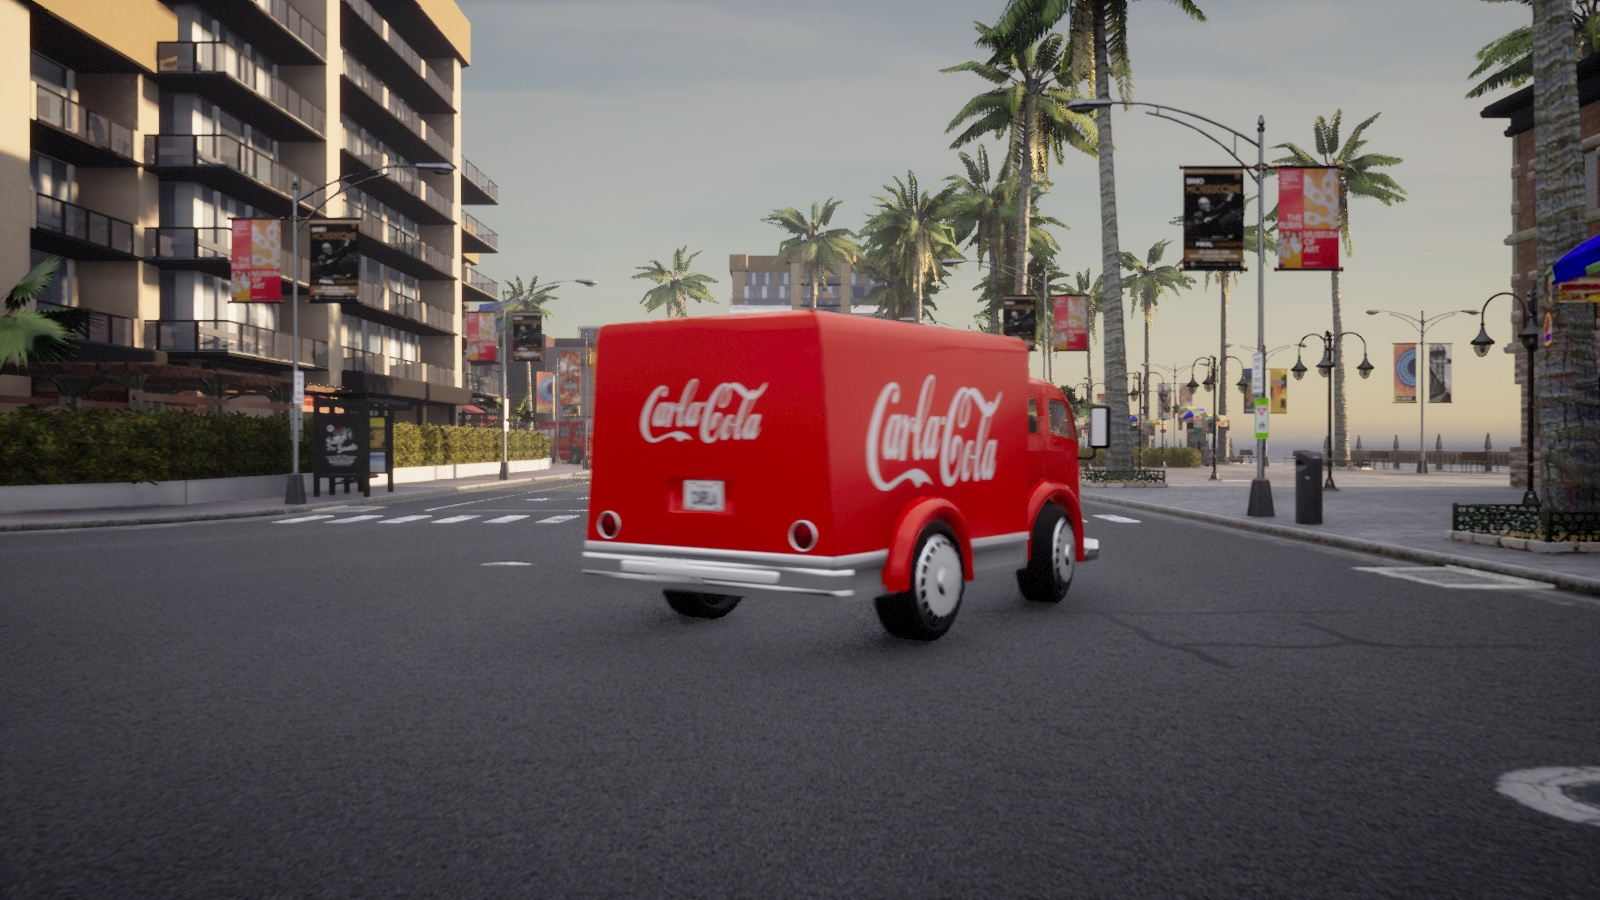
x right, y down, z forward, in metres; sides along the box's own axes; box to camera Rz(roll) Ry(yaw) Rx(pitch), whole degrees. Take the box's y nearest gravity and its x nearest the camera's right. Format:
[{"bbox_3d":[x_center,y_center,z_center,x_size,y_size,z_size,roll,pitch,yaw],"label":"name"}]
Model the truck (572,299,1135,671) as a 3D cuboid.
[{"bbox_3d":[0.787,0.216,11.227,2.627,2.467,5.204,1,0,35],"label":"truck"}]
